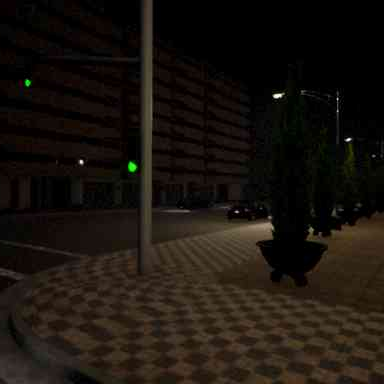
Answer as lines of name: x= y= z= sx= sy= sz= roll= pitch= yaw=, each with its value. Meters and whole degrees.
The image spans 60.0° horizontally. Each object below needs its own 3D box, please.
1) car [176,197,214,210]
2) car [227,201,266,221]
car: x=0.417 y=1.288 z=37.967 sx=2.033 sy=1.411 sz=5.357 roll=1 pitch=0 yaw=36
car: x=4.391 y=1.403 z=25.396 sx=1.994 sy=1.385 sz=4.181 roll=1 pitch=0 yaw=36
